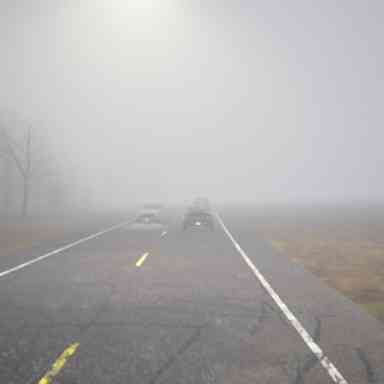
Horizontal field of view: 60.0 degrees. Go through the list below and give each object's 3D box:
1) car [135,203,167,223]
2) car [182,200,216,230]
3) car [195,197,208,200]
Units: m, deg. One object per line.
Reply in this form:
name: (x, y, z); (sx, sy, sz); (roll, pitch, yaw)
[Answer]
car: (-3.059, 1.551, 25.930); (2.033, 1.411, 5.357); (0, 0, 2)
car: (0.409, 1.510, 20.924); (1.837, 1.490, 4.892); (0, 0, 1)
car: (1.110, 1.354, 39.490); (2.097, 1.767, 4.553); (0, 0, 3)
